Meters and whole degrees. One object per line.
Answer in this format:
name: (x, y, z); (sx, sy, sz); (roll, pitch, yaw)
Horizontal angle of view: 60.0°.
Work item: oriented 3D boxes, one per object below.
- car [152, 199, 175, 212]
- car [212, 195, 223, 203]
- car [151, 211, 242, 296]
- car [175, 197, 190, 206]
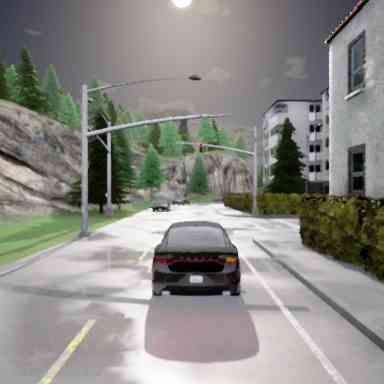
car: (-3.470, 1.544, 38.730); (2.033, 1.411, 5.357); (0, 0, 1)
car: (6.192, 1.493, 69.433); (1.837, 1.490, 4.892); (0, 0, 45)
car: (0.100, 1.477, 8.681); (1.882, 1.535, 5.008); (0, 0, 0)
car: (-1.865, 1.542, 55.524); (2.033, 1.411, 5.357); (0, 0, 18)
